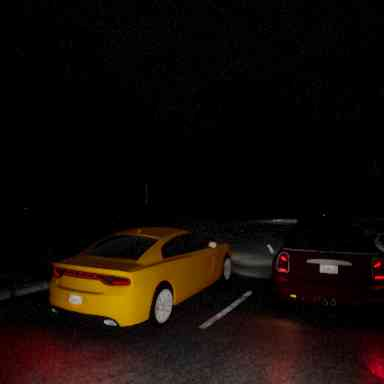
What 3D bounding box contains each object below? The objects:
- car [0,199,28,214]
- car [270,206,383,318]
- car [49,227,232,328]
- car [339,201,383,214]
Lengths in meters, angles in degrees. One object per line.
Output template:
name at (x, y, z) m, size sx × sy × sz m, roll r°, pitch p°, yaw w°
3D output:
car at (-19.607, 1.529, 34.227) m, size 4.892 × 1.490 × 1.837 m, roll -1°, pitch -1°, yaw -8°
car at (3.144, 1.382, 7.832) m, size 2.097 × 1.767 × 4.553 m, roll 0°, pitch 0°, yaw 20°
car at (-0.663, 1.502, 7.280) m, size 1.882 × 1.535 × 5.008 m, roll 0°, pitch 0°, yaw 27°
car at (12.231, 1.367, 25.614) m, size 4.718 × 1.301 × 1.895 m, roll -3°, pitch 0°, yaw -8°
